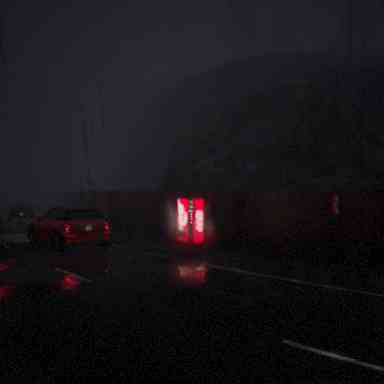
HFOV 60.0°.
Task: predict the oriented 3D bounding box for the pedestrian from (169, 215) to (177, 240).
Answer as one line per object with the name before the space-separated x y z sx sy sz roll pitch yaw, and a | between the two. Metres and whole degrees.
pedestrian | -0.781 1.624 15.748 0.375 1.300 0.375 0 0 -43

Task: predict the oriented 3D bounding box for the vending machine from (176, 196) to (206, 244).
vending machine | -0.043 1.246 15.430 1.100 2.100 0.880 0 0 -44

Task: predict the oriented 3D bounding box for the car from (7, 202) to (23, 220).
car | -14.604 1.588 28.507 1.812 1.442 4.674 0 0 -26

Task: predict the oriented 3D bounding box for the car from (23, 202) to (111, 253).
car | -5.334 1.388 14.203 2.097 1.767 4.553 0 0 -42
